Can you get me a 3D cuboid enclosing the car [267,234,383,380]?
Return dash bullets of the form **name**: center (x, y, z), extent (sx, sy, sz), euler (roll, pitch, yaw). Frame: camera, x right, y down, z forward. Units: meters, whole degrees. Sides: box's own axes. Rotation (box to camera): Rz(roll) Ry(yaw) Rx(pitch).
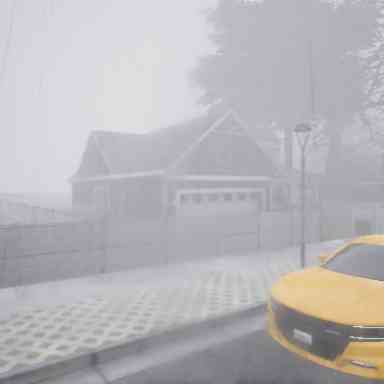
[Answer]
- **car**: center (3.377, 1.480, 5.474), extent (5.008, 1.535, 1.882), euler (0, 0, -35)
